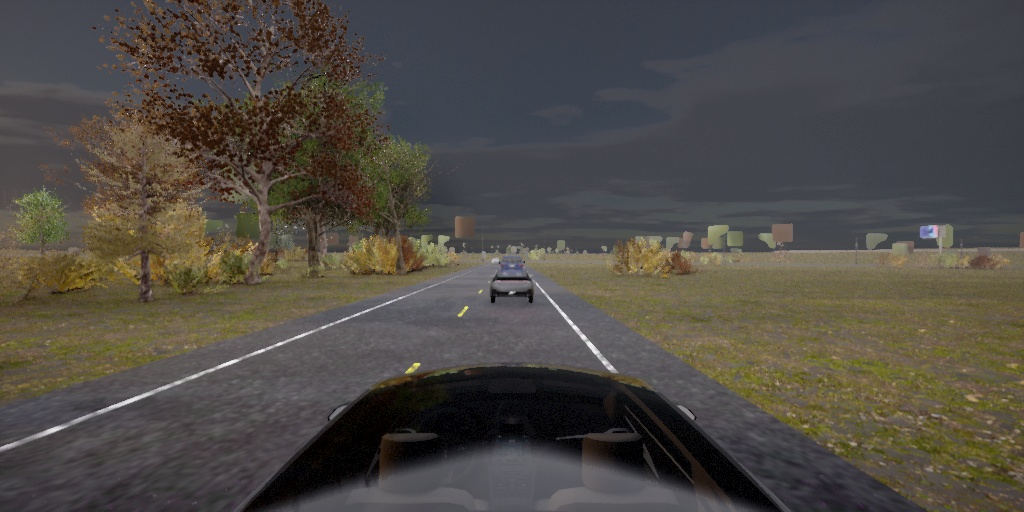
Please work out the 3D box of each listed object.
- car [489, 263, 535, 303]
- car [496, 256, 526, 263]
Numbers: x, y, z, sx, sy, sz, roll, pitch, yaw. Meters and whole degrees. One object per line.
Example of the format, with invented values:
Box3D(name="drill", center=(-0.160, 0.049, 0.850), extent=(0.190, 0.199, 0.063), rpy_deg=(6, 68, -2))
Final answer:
Box3D(name="car", center=(0.000, 1.238, 16.501), extent=(2.128, 1.511, 4.902), rpy_deg=(0, 0, 0))
Box3D(name="car", center=(0.000, 0.993, 31.531), extent=(2.150, 2.045, 5.566), rpy_deg=(0, 0, 0))
